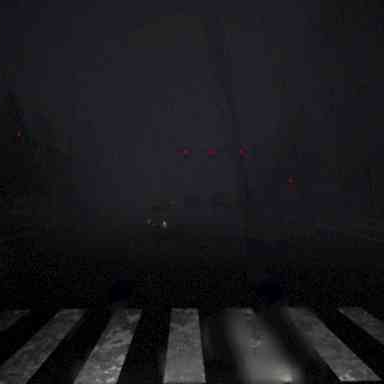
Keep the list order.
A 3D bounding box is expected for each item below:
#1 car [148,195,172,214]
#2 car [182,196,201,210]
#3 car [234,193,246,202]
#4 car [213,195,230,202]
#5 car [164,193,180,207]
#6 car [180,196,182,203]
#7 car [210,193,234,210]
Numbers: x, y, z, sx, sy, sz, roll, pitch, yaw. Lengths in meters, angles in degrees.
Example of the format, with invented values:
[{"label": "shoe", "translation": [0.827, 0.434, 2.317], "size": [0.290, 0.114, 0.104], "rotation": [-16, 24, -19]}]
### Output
[{"label": "car", "translation": [-3.589, 1.453, 35.939], "size": [1.882, 1.535, 5.008], "rotation": [0, 0, 0]}, {"label": "car", "translation": [0.109, 1.323, 42.939], "size": [2.097, 1.767, 4.553], "rotation": [0, 0, 0]}, {"label": "car", "translation": [10.611, 1.172, 77.413], "size": [2.150, 2.045, 5.566], "rotation": [0, 0, 37]}, {"label": "car", "translation": [7.008, 1.471, 78.398], "size": [1.812, 1.442, 4.674], "rotation": [0, 0, 37]}, {"label": "car", "translation": [-3.523, 1.179, 51.793], "size": [2.150, 2.045, 5.566], "rotation": [0, 1, 1]}, {"label": "car", "translation": [-1.934, 1.500, 67.634], "size": [2.033, 1.411, 5.357], "rotation": [0, 0, 15]}, {"label": "car", "translation": [3.608, 1.193, 42.365], "size": [2.150, 2.045, 5.566], "rotation": [0, 0, 0]}]
